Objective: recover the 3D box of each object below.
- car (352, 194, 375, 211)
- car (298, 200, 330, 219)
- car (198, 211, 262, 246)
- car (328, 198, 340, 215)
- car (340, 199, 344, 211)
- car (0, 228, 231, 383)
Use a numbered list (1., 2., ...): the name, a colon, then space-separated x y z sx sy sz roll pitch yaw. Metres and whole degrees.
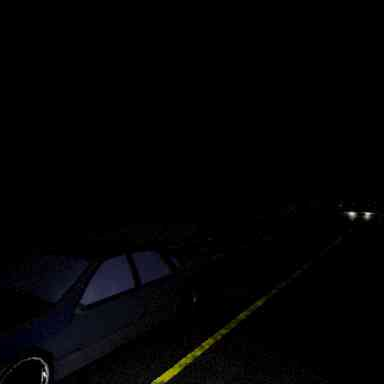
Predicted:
1. car: 20.771 1.397 40.638 1.882 1.535 5.008 0 0 32
2. car: 10.644 1.582 29.458 1.802 1.307 4.206 0 0 32
3. car: 1.865 1.566 15.398 1.947 1.339 4.313 0 0 32
4. car: 13.571 1.566 34.144 1.947 1.339 4.313 0 0 32
5. car: 16.497 1.441 38.830 1.967 1.590 4.097 0 0 32
6. car: -1.520 1.547 5.128 2.033 1.411 5.357 0 0 32
